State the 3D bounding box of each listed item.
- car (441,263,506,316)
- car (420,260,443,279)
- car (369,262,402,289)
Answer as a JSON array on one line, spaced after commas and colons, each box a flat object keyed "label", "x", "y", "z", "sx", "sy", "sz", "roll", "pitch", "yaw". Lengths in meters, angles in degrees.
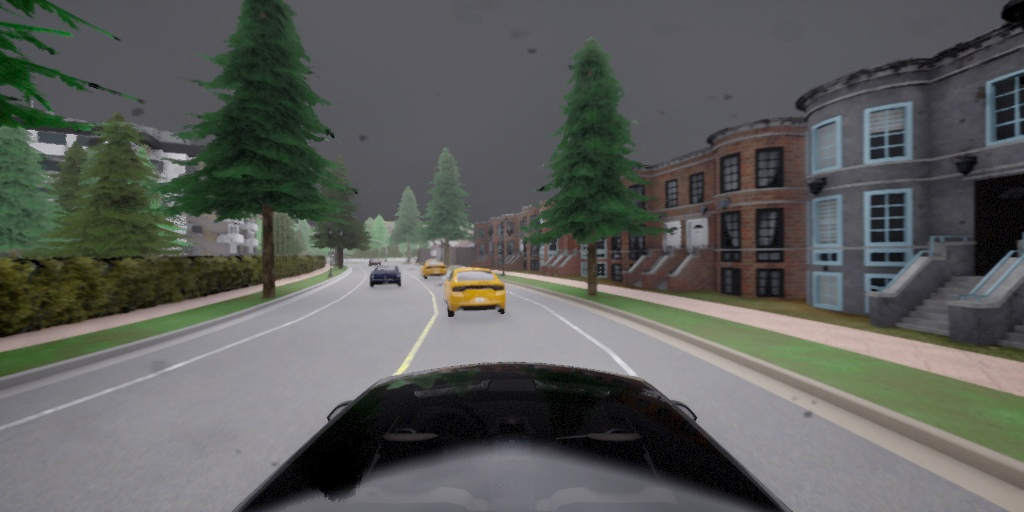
[{"label": "car", "x": -1.509, "y": 1.162, "z": 13.263, "sx": 1.882, "sy": 1.535, "sz": 5.008, "roll": -1, "pitch": 0, "yaw": -13}, {"label": "car", "x": -6.802, "y": 1.097, "z": 30.960, "sx": 1.882, "sy": 1.535, "sz": 5.008, "roll": -1, "pitch": 0, "yaw": -19}, {"label": "car", "x": -8.115, "y": 1.292, "z": 23.221, "sx": 1.895, "sy": 1.301, "sz": 4.718, "roll": -1, "pitch": 0, "yaw": -18}]
